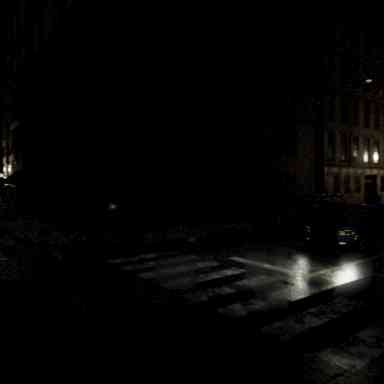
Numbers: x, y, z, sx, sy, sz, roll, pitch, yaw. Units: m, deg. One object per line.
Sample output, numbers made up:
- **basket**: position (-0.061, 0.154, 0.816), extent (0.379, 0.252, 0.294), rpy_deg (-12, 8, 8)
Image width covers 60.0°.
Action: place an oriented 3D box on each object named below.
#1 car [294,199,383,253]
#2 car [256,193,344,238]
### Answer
- **car**: position (6.258, 1.206, 12.616), extent (5.008, 1.535, 1.882), rpy_deg (-1, 1, -38)
- **car**: position (5.134, 1.008, 14.949), extent (5.009, 1.841, 2.192), rpy_deg (-1, 1, -37)
